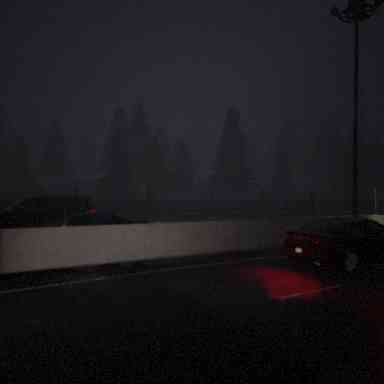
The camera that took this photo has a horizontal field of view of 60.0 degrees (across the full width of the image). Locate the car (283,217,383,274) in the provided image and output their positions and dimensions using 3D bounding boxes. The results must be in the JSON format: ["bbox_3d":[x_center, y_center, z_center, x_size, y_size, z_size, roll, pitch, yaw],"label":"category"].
[{"bbox_3d":[5.233,1.549,10.804,5.008,1.535,1.882,1,0,-29],"label":"car"}]

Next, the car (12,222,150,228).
[{"bbox_3d":[-4.257,1.530,13.595,5.357,1.411,2.033,1,0,-32],"label":"car"}]
